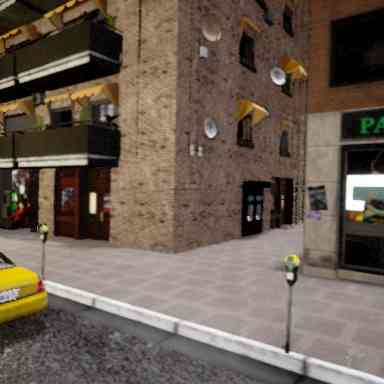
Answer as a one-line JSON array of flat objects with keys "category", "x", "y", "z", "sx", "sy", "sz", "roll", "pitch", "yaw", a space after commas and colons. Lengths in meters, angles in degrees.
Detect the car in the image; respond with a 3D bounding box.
[{"category": "car", "x": -4.611, "y": 1.469, "z": 6.139, "sx": 4.829, "sy": 1.417, "sz": 1.752, "roll": 1, "pitch": 2, "yaw": 35}]
